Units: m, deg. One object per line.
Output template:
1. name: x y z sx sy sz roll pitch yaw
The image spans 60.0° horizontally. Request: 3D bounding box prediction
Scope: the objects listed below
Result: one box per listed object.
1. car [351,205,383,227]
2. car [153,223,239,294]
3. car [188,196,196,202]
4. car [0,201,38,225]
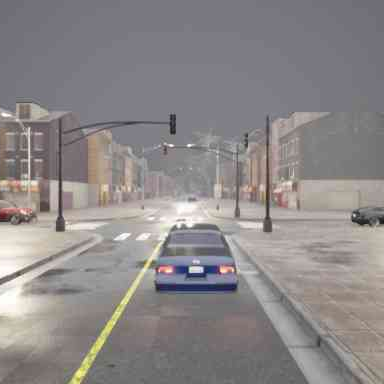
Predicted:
1. car: 12.356 1.518 21.035 4.313 1.339 1.947 0 0 0
2. car: 0.083 1.547 8.920 2.033 1.411 5.357 0 0 0
3. car: 0.020 1.535 75.854 1.882 1.535 5.008 0 0 0
4. car: -13.466 1.393 23.641 4.553 1.767 2.097 0 0 -1
